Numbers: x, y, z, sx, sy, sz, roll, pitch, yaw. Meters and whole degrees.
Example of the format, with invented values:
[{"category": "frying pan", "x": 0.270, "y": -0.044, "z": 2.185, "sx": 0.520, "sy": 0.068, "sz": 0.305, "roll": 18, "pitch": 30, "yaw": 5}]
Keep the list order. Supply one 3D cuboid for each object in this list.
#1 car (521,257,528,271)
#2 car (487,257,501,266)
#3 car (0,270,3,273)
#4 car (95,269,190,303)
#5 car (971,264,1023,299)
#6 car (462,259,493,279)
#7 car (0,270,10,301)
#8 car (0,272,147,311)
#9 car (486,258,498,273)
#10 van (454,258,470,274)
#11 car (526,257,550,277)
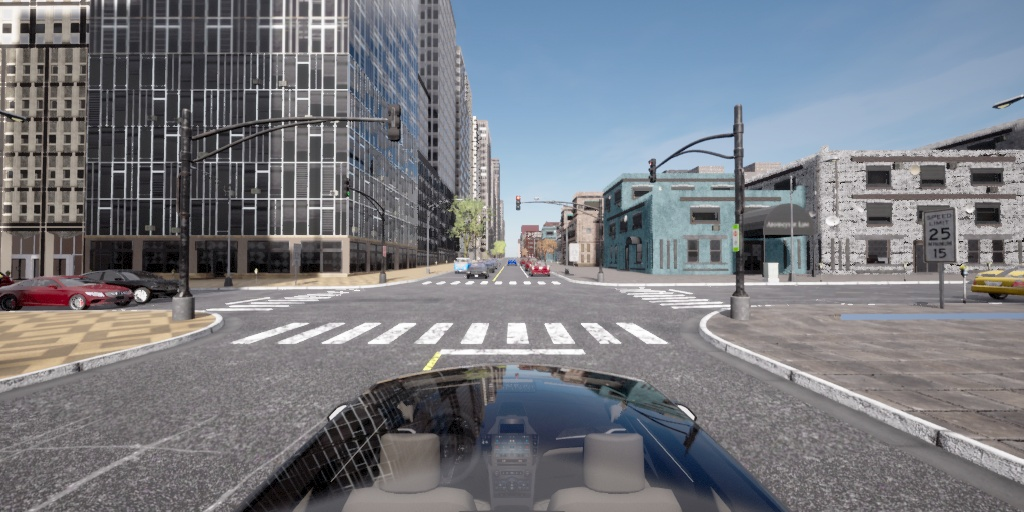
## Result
[{"category": "car", "x": 2.704, "y": 1.070, "z": 47.215, "sx": 2.192, "sy": 1.841, "sz": 5.009, "roll": 0, "pitch": 0, "yaw": 0}, {"category": "car", "x": -3.080, "y": 1.304, "z": 53.519, "sx": 2.033, "sy": 1.411, "sz": 5.357, "roll": 0, "pitch": 0, "yaw": 0}, {"category": "car", "x": -23.099, "y": 1.325, "z": 14.090, "sx": 4.097, "sy": 1.591, "sz": 1.967, "roll": 0, "pitch": 0, "yaw": 1}, {"category": "car", "x": -17.889, "y": 1.359, "z": 16.645, "sx": 5.008, "sy": 1.535, "sz": 1.882, "roll": -1, "pitch": -1, "yaw": 0}, {"category": "car", "x": 20.693, "y": 0.994, "z": 13.657, "sx": 4.829, "sy": 1.417, "sz": 1.751, "roll": 0, "pitch": 0, "yaw": 1}, {"category": "car", "x": -3.076, "y": 1.302, "z": 33.058, "sx": 2.033, "sy": 1.411, "sz": 5.357, "roll": 0, "pitch": 0, "yaw": -1}, {"category": "car", "x": -27.386, "y": 1.465, "z": 16.738, "sx": 4.902, "sy": 1.511, "sz": 2.128, "roll": -1, "pitch": -1, "yaw": 1}, {"category": "car", "x": -17.416, "y": 1.413, "z": 14.033, "sx": 4.207, "sy": 1.307, "sz": 1.802, "roll": 0, "pitch": 0, "yaw": 1}, {"category": "car", "x": -3.083, "y": 1.319, "z": 42.937, "sx": 1.994, "sy": 1.385, "sz": 4.181, "roll": 0, "pitch": 0, "yaw": 0}, {"category": "van", "x": -5.679, "y": 1.096, "z": 41.505, "sx": 1.690, "sy": 1.789, "sz": 3.998, "roll": 0, "pitch": 0, "yaw": 0}, {"category": "car", "x": 2.701, "y": 1.195, "z": 35.867, "sx": 1.967, "sy": 1.591, "sz": 4.097, "roll": 0, "pitch": 0, "yaw": 0}]
